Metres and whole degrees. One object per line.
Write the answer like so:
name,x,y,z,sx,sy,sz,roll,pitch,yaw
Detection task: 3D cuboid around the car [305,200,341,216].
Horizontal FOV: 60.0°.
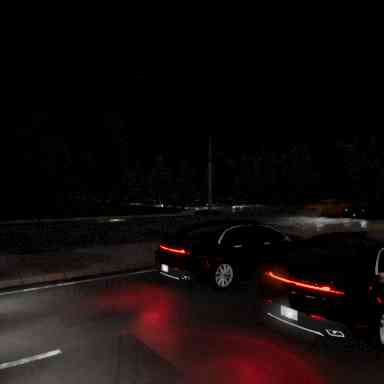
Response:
car,12.690,1.477,31.276,5.008,1.535,1.882,0,0,-35

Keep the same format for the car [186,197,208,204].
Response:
car,0.923,1.601,63.083,1.895,1.301,4.718,0,0,-35

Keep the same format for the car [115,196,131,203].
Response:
car,-14.119,1.491,66.326,2.128,1.511,4.902,0,0,-35

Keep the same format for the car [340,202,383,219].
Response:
car,15.260,1.601,28.798,4.718,1.301,1.895,0,0,-35

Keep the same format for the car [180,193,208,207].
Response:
car,-0.090,1.221,52.259,2.150,2.045,5.566,0,0,-36

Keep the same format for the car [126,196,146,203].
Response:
car,-11.752,1.540,69.077,2.033,1.411,5.357,0,0,-35

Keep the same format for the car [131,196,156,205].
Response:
car,-8.346,1.601,57.983,1.895,1.301,4.718,0,0,-35

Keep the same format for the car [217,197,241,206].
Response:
car,6.138,1.526,55.621,1.812,1.442,4.674,0,0,-35

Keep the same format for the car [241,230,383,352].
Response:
car,3.390,1.505,6.217,4.892,1.490,1.837,0,0,-35

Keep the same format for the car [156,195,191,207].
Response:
car,-2.854,1.547,50.121,2.033,1.411,5.357,0,0,-35

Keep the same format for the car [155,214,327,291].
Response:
car,1.358,1.505,9.066,4.892,1.490,1.837,0,0,-35
